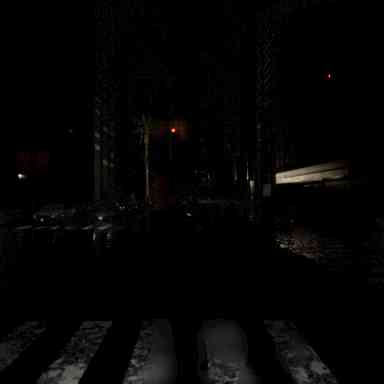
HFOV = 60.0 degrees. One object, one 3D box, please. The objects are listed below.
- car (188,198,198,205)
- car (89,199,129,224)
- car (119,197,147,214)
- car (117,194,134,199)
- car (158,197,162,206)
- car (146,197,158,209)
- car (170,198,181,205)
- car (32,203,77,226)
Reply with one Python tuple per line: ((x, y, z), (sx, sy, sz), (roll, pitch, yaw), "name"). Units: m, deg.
((0.168, 1.759, 63.102), (1.994, 1.385, 4.181), (0, 0, 0), "car")
((-6.394, 1.544, 25.243), (2.128, 1.511, 4.902), (0, 0, -3), "car")
((-6.547, 1.613, 37.239), (1.812, 1.442, 4.674), (0, 0, 0), "car")
((-9.780, 1.358, 49.460), (2.150, 2.045, 5.566), (0, 0, 1), "car")
((-6.470, 1.659, 59.961), (1.882, 1.535, 5.008), (0, 0, 1), "car")
((-6.534, 1.481, 48.193), (2.097, 1.767, 4.553), (0, 0, 0), "car")
((-3.083, 1.753, 61.875), (1.994, 1.385, 4.181), (0, 0, 0), "car")
((-9.879, 1.576, 24.331), (1.812, 1.442, 4.674), (0, 0, 1), "car")
